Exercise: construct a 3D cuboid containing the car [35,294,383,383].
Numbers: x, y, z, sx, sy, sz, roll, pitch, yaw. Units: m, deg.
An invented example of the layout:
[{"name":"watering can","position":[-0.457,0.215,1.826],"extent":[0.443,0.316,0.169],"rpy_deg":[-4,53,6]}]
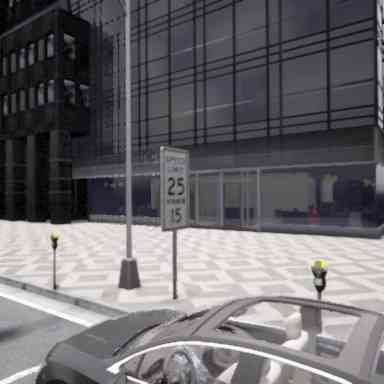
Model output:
[{"name":"car","position":[0.509,1.561,2.599],"extent":[4.403,1.369,2.008],"rpy_deg":[-1,0,35]}]
